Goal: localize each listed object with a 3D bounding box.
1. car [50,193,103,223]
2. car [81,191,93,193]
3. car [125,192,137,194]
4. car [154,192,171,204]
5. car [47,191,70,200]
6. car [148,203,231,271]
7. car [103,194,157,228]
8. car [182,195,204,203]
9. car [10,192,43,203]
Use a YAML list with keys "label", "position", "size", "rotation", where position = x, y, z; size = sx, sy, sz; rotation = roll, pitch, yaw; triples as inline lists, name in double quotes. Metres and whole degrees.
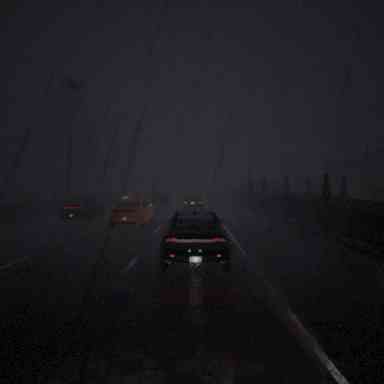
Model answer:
- label: "car"
  position: [-6.910, 1.083, 21.448]
  size: [2.128, 1.511, 4.902]
  rotation: [0, 1, 0]
- label: "car"
  position: [-14.107, 0.626, 44.353]
  size: [1.812, 1.442, 4.674]
  rotation: [0, 1, 0]
- label: "car"
  position: [-6.908, 0.769, 37.604]
  size: [1.812, 1.442, 4.674]
  rotation: [0, 1, 0]
- label: "car"
  position: [-3.414, 0.753, 36.824]
  size: [2.128, 1.511, 4.902]
  rotation: [0, 1, 0]
- label: "car"
  position: [-17.607, 0.607, 44.398]
  size: [1.837, 1.490, 4.892]
  rotation: [0, 1, 0]
- label: "car"
  position: [0.090, 1.323, 10.285]
  size: [2.128, 1.511, 4.902]
  rotation: [0, 1, 0]
- label: "car"
  position: [-3.408, 1.115, 19.266]
  size: [1.882, 1.535, 5.008]
  rotation: [0, 1, 0]
- label: "car"
  position: [0.088, 0.936, 30.794]
  size: [2.033, 1.411, 5.357]
  rotation: [0, 1, 0]
- label: "car"
  position: [-21.113, 0.685, 42.699]
  size: [2.033, 1.411, 5.357]
  rotation: [0, 1, 0]
